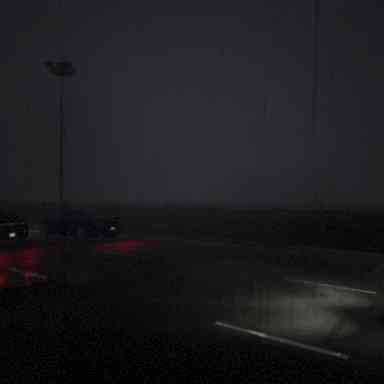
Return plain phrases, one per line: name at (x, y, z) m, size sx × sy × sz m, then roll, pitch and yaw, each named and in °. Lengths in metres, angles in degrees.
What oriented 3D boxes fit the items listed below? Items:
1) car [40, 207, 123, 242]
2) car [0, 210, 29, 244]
car at (-5.631, 1.514, 16.610) m, size 5.008 × 1.535 × 1.882 m, roll 0°, pitch 0°, yaw 36°
car at (-9.257, 1.533, 14.897) m, size 4.902 × 1.511 × 2.128 m, roll 0°, pitch 0°, yaw 36°
